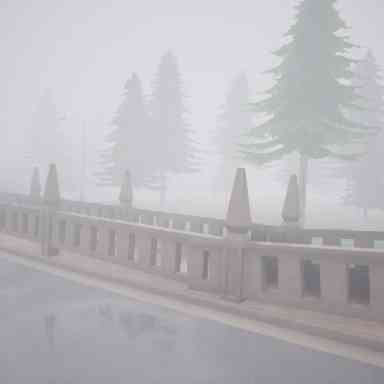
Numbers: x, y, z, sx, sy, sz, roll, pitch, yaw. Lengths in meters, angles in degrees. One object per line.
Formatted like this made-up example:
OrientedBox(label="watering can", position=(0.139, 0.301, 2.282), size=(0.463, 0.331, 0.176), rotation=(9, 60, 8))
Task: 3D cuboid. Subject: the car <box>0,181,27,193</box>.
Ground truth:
OrientedBox(label="car", position=(-21.266, -0.476, 37.419), size=(1.882, 1.535, 5.008), rotation=(4, 3, 37))
